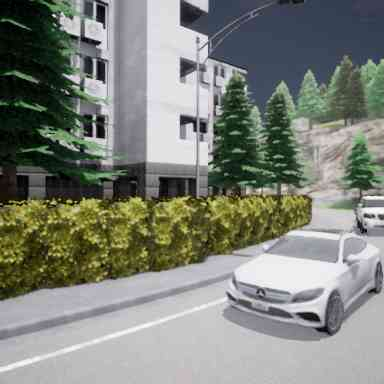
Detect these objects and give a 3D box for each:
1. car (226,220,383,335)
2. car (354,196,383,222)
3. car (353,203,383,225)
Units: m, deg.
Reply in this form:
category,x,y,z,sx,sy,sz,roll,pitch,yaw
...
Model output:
category,x,y,z,sx,sy,sz,roll,pitch,yaw
car,2.626,1.543,7.019,1.812,1.442,4.674,0,0,42
car,11.044,1.276,19.573,2.150,2.045,5.566,0,0,23
car,13.257,1.541,24.394,1.994,1.385,4.181,0,0,17
